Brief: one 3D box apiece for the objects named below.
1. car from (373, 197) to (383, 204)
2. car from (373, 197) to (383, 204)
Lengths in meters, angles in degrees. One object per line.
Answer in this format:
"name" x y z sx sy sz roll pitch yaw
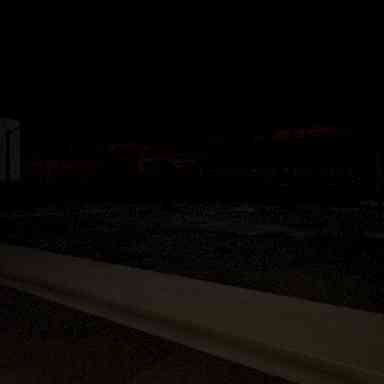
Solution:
"car" 37.525 1.734 65.324 2.038 1.542 4.974 1 1 6
"car" 37.532 1.576 65.374 1.853 1.218 4.536 1 1 6
